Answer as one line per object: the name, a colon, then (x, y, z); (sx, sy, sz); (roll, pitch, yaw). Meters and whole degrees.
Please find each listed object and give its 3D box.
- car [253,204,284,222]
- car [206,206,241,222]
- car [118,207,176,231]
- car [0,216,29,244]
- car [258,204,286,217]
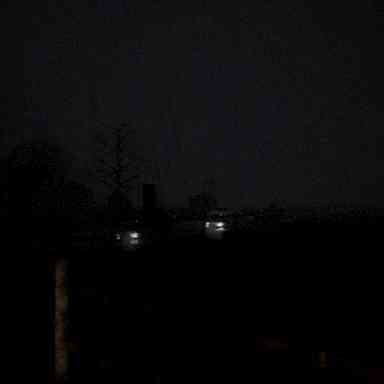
car: (8.007, 2.318, 34.759); (1.994, 1.385, 4.181); (1, -1, 36)
car: (3.226, 2.156, 33.133); (1.812, 1.442, 4.674); (1, -1, 36)
car: (-3.152, 1.900, 24.196); (1.837, 1.490, 4.892); (1, 0, 36)
car: (-9.605, 1.723, 15.165); (1.994, 1.385, 4.181); (1, -1, 35)
car: (10.482, 2.398, 43.246); (1.837, 1.490, 4.892); (1, -1, 36)
